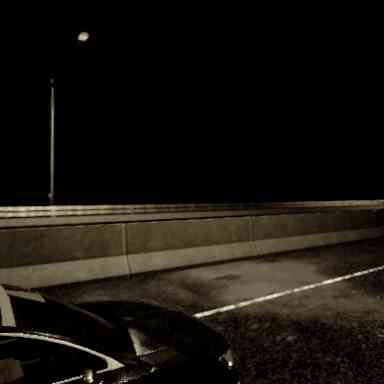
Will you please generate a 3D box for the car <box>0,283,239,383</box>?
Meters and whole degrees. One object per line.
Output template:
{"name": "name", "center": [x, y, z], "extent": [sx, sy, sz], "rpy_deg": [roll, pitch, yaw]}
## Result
{"name": "car", "center": [-1.795, 1.504, 2.467], "extent": [4.892, 1.490, 1.837], "rpy_deg": [0, 0, -35]}
